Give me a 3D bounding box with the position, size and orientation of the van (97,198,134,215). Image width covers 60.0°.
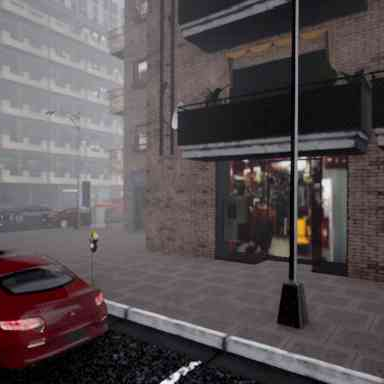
[{"bbox_3d":[-8.636,1.591,37.820,1.690,1.788,3.998,0,-1,36],"label":"van"}]

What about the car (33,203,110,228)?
[{"bbox_3d":[-8.461,1.745,23.701,1.887,1.381,4.507,0,-1,36],"label":"car"}]

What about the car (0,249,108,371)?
[{"bbox_3d":[-3.085,1.579,5.204,4.206,1.307,1.802,0,0,36],"label":"car"}]

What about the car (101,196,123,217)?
[{"bbox_3d":[-7.761,1.471,34.612,2.150,2.045,5.566,1,0,36],"label":"car"}]

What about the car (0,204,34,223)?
[{"bbox_3d":[-13.244,1.714,26.979,1.994,1.385,4.181,1,0,36],"label":"car"}]
